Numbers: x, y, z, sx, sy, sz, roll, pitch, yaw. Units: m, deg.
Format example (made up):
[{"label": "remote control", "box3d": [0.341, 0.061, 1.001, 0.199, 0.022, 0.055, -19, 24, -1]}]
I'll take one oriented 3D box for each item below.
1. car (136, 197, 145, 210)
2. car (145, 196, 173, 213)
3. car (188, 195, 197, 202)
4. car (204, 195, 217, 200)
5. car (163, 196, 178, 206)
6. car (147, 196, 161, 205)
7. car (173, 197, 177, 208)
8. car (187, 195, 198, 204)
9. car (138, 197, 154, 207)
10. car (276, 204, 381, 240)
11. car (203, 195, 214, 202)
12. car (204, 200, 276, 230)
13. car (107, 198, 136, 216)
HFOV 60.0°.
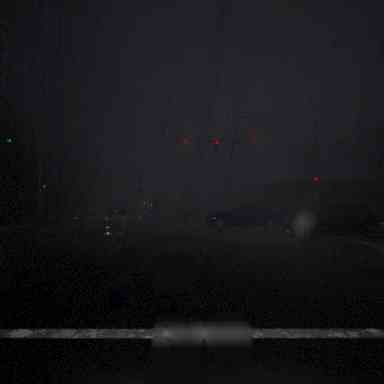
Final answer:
[{"label": "car", "box3d": [-7.059, 1.477, 42.234, 1.882, 1.535, 5.008, 0, 0, 0]}, {"label": "car", "box3d": [-3.558, 1.351, 37.033, 2.097, 1.767, 4.553, 0, 0, 0]}, {"label": "car", "box3d": [0.061, 1.412, 73.921, 1.994, 1.385, 4.181, 0, 0, 0]}, {"label": "car", "box3d": [3.552, 1.351, 63.779, 2.097, 1.767, 4.553, 0, 0, 0]}, {"label": "car", "box3d": [-3.534, 1.491, 55.661, 2.128, 1.511, 4.902, 0, 0, 0]}, {"label": "car", "box3d": [-7.012, 1.490, 62.128, 2.128, 1.511, 4.902, 0, 0, 0]}, {"label": "car", "box3d": [-3.556, 1.563, 45.603, 1.994, 1.385, 4.181, 0, 0, 0]}, {"label": "car", "box3d": [0.053, 1.504, 63.812, 1.837, 1.490, 4.892, 0, 0, 0]}, {"label": "car", "box3d": [-7.048, 1.504, 51.720, 1.837, 1.490, 4.892, 0, 0, 0]}, {"label": "car", "box3d": [6.951, 1.381, 16.804, 4.553, 1.767, 2.097, 0, 0, -10]}, {"label": "car", "box3d": [3.561, 1.385, 73.918, 2.128, 1.511, 4.902, 0, 0, 0]}, {"label": "car", "box3d": [3.319, 1.504, 21.001, 5.008, 1.535, 1.882, 0, 0, 0]}, {"label": "car", "box3d": [-7.067, 1.525, 32.940, 1.812, 1.442, 4.674, 0, 0, 0]}]
